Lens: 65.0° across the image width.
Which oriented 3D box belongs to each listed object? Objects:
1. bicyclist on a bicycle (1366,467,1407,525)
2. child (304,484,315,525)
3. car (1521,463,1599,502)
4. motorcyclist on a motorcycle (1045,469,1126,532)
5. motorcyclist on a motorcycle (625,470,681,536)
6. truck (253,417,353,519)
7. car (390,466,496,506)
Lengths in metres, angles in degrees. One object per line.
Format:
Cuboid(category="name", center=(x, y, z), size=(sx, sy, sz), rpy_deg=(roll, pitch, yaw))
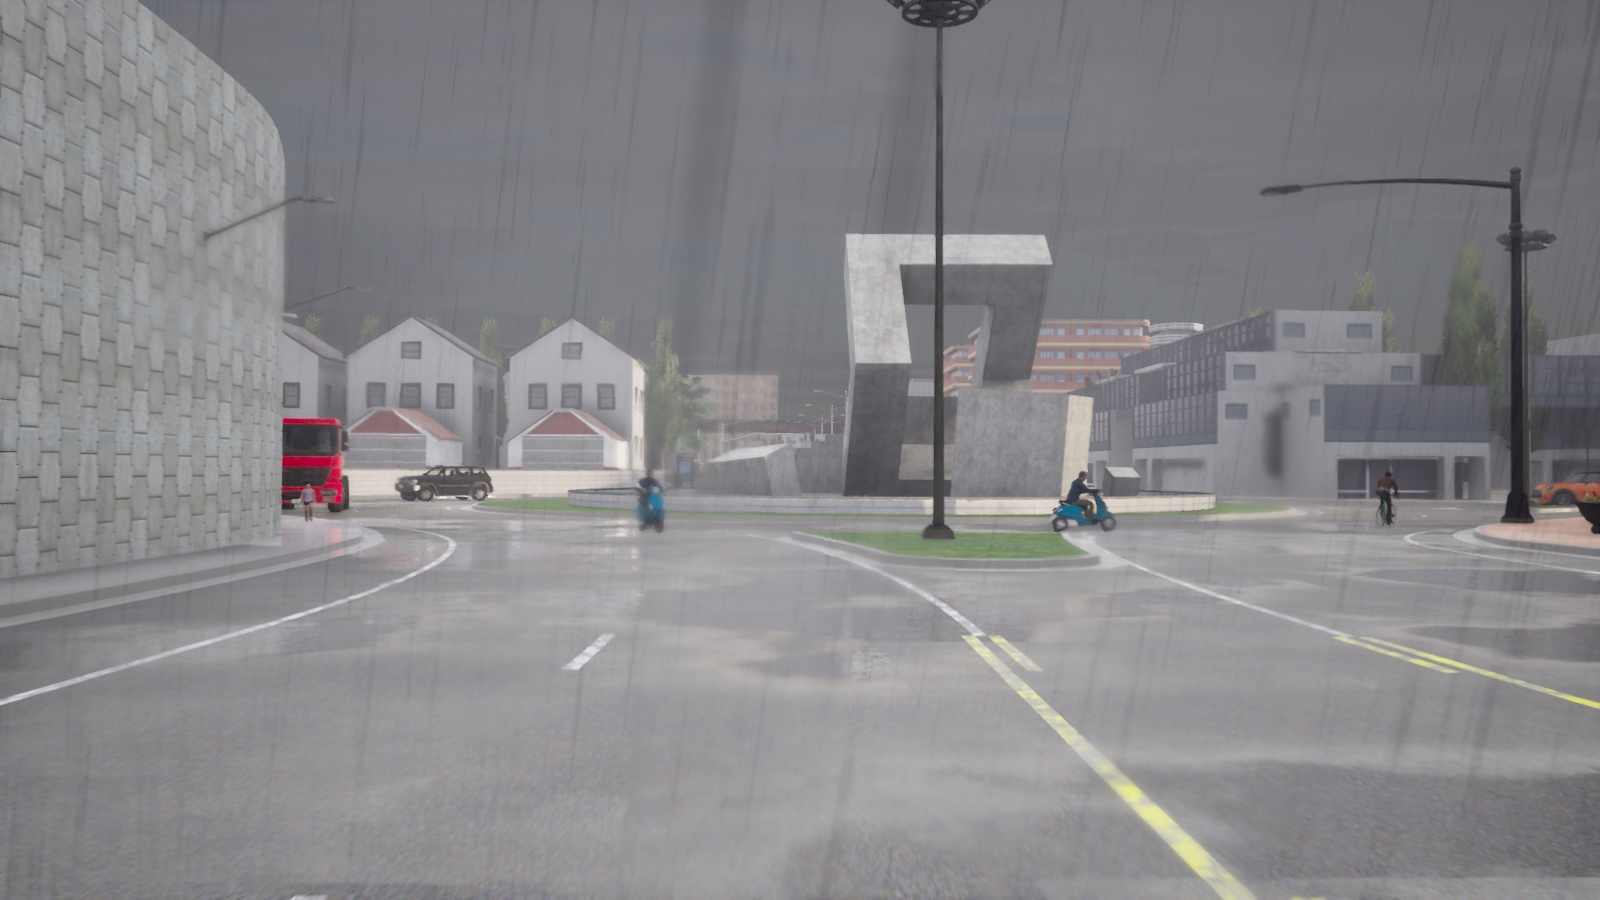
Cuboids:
Cuboid(category="bicyclist on a bicycle", center=(16.766, 1.301, 35.892), size=(0.582, 1.620, 1.656), rpy_deg=(-1, -1, 43))
Cuboid(category="child", center=(-13.220, 1.469, 33.861), size=(0.255, 1.110, 0.394), rpy_deg=(0, -1, -26))
Cuboid(category="car", center=(35.947, 1.493, 57.588), size=(4.553, 1.767, 2.097), rpy_deg=(0, -1, 9))
Cuboid(category="motorcyclist on a motorcycle", center=(7.366, 1.281, 32.425), size=(1.817, 1.590, 0.866), rpy_deg=(0, -1, -9))
Cuboid(category="motorcyclist on a motorcycle", center=(-3.712, 1.311, 31.576), size=(0.866, 1.590, 1.817), rpy_deg=(0, -1, -25))
Cuboid(category="truck", center=(-18.382, 0.691, 46.865), size=(2.891, 3.462, 7.936), rpy_deg=(0, -1, -17))
Cuboid(category="car", center=(-17.379, 1.727, 61.318), size=(4.605, 1.855, 1.932), rpy_deg=(1, -1, -44))
